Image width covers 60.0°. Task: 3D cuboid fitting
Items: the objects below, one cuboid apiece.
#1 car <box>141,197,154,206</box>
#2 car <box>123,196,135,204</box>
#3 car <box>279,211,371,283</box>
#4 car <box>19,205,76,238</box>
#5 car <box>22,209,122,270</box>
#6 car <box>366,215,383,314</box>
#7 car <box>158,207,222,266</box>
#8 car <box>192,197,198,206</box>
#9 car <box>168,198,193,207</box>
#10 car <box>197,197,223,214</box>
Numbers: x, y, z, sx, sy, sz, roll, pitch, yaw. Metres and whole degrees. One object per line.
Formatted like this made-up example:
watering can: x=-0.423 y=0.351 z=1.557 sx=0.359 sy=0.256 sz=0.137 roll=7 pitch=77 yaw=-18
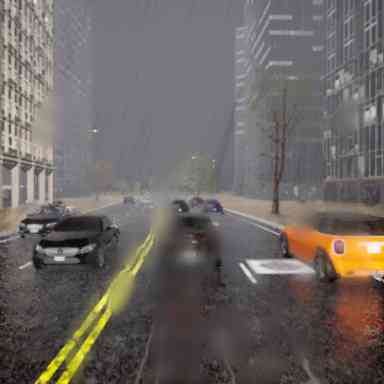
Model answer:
car: x=-6.939 y=1.442 z=52.122 sx=1.895 sy=1.301 sz=4.718 roll=0 pitch=0 yaw=-7
car: x=-10.941 y=1.371 z=58.050 sx=2.033 sy=1.411 sz=5.357 roll=0 pitch=0 yaw=-6
car: x=4.115 y=1.323 z=9.746 sx=2.097 sy=1.767 sz=4.553 roll=0 pitch=0 yaw=-1
car: x=-7.011 y=1.428 z=16.987 sx=2.128 sy=1.511 sz=4.902 roll=0 pitch=0 yaw=-3
car: x=-3.543 y=1.485 z=11.079 sx=1.812 sy=1.442 sz=4.674 roll=0 pitch=0 yaw=-2
car: x=4.213 y=1.343 z=3.652 sx=2.097 sy=1.767 sz=4.553 roll=0 pitch=0 yaw=0
car: x=-0.098 y=1.467 z=11.385 sx=1.837 sy=1.490 sz=4.892 roll=0 pitch=0 yaw=-2
car: x=0.657 y=1.391 z=45.260 sx=1.812 sy=1.442 sz=4.674 roll=0 pitch=0 yaw=-7
car: x=-1.254 y=1.425 z=31.791 sx=1.812 sy=1.442 sz=4.674 roll=0 pitch=0 yaw=-5
car: x=1.916 y=1.425 z=32.883 sx=1.812 sy=1.442 sz=4.674 roll=0 pitch=0 yaw=-5
